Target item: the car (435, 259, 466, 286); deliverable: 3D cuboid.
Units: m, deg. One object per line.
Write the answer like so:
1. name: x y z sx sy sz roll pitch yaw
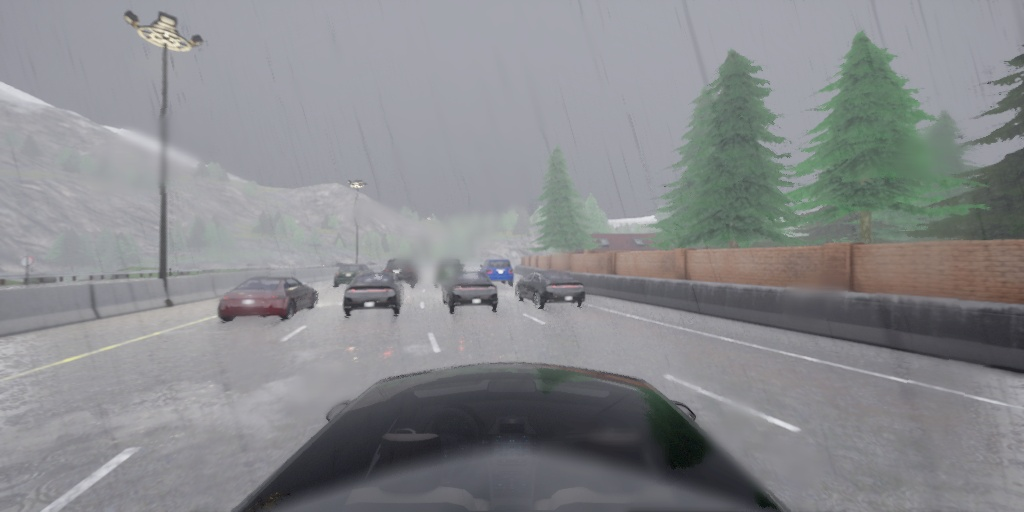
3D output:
1. car: -4.701 1.246 27.486 2.150 2.045 5.566 0 0 -10

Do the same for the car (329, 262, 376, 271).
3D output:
1. car: -11.697 1.361 27.018 2.097 1.767 4.553 0 -1 -9

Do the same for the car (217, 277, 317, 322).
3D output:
1. car: -8.560 1.427 12.951 1.994 1.385 4.181 0 -1 -14

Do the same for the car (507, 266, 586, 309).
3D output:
1. car: 1.536 1.395 15.830 2.128 1.511 4.902 0 0 -14

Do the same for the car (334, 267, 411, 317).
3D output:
1. car: -5.196 1.369 13.909 2.128 1.511 4.902 0 0 -14

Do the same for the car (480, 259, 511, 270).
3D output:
1. car: -1.259 1.256 28.128 2.150 2.045 5.566 0 0 -10

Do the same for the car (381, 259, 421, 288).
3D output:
1. car: -8.140 1.236 26.834 2.150 2.045 5.566 0 0 -10

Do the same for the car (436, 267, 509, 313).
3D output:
1. car: -1.830 1.382 14.869 2.128 1.511 4.902 0 0 -14
